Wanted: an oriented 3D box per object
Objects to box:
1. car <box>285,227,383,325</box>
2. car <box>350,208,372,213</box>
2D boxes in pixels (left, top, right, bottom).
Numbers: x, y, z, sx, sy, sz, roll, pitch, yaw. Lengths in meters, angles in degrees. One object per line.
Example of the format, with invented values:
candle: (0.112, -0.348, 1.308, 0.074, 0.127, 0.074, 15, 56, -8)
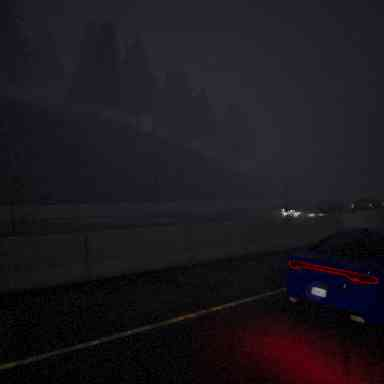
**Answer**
car: (4.030, 1.481, 6.944, 5.008, 1.535, 1.882, 0, 0, -38)
car: (18.078, 1.368, 34.412, 2.097, 1.767, 4.553, 0, 0, 42)
